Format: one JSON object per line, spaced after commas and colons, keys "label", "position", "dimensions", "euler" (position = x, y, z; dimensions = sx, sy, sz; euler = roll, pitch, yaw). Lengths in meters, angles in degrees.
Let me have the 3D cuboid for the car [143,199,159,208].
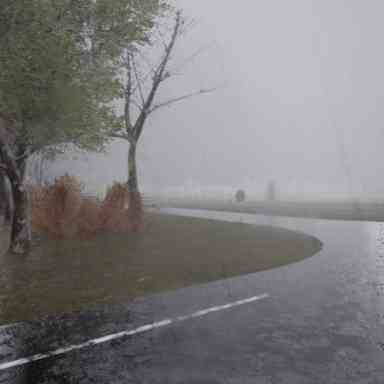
{"label": "car", "position": [-5.512, 1.548, 42.813], "dimensions": [1.994, 1.385, 4.181], "euler": [-1, 0, -31]}
